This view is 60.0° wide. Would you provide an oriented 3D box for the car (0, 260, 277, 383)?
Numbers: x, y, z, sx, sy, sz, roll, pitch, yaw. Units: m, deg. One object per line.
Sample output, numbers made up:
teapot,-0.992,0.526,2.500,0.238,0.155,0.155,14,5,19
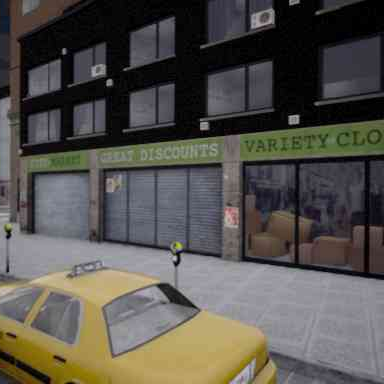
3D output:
car,-1.457,1.534,4.130,4.829,1.417,1.752,0,1,35
